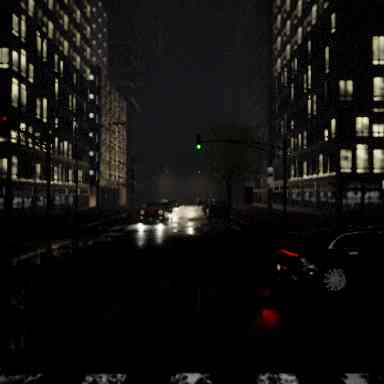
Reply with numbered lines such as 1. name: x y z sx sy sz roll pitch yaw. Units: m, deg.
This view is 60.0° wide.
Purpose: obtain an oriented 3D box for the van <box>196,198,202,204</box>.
1. van: 2.004 2.506 93.188 1.690 1.788 3.998 0 -1 0

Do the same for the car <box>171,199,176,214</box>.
1. car: -3.430 2.042 43.089 1.837 1.490 4.892 0 1 0

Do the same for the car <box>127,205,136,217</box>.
1. car: -5.991 1.981 36.557 1.752 1.417 4.829 0 -1 0

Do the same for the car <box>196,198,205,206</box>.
1. car: 2.080 2.345 81.909 2.192 1.841 5.009 0 -1 0

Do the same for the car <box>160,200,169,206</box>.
1. car: -6.259 2.468 76.021 1.752 1.417 4.829 0 -1 0

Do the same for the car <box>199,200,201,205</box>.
1. car: 2.313 2.198 48.067 1.802 1.307 4.206 0 -1 0

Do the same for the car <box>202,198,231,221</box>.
1. car: 2.426 1.719 31.150 2.192 1.841 5.009 0 -1 0

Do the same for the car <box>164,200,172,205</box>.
1. car: -6.336 2.662 87.465 1.802 1.307 4.206 0 -1 0

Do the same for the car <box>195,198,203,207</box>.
1. car: 2.157 2.209 70.629 2.192 1.841 5.009 0 -1 0

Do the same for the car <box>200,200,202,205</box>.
1. car: 2.350 2.073 42.597 1.752 1.417 4.829 0 -1 0

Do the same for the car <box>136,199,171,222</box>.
1. car: -3.386 1.729 29.869 2.097 1.767 4.553 0 -1 1

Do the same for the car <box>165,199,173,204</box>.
1. car: -6.375 2.698 93.103 2.008 1.369 4.403 0 -1 0

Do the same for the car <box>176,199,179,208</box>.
1. car: -3.488 2.127 61.857 2.097 1.767 4.553 0 -1 0

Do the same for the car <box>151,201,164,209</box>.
1. car: -6.144 2.305 59.277 1.947 1.339 4.313 0 -1 0

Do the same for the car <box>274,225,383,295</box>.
1. car: 4.612 1.624 8.503 4.892 1.490 1.837 -1 -1 -1
